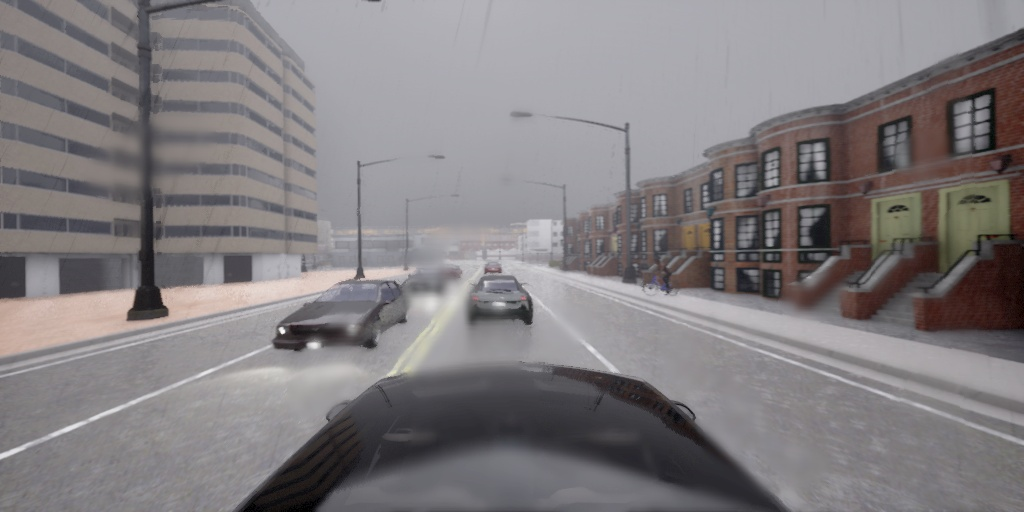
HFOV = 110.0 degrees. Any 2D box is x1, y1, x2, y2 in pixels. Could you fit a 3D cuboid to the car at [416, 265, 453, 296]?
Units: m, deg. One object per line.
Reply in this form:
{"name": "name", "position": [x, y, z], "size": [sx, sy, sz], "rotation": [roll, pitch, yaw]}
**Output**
{"name": "car", "position": [-4.585, 1.381, 19.560], "size": [1.994, 1.385, 4.181], "rotation": [-1, 0, -3]}

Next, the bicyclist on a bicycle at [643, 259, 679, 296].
{"name": "bicyclist on a bicycle", "position": [6.588, 0.966, 15.858], "size": [1.656, 1.620, 0.582], "rotation": [0, 0, -3]}

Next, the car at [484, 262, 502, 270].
{"name": "car", "position": [-2.151, 1.352, 40.799], "size": [1.994, 1.385, 4.181], "rotation": [-1, 0, -4]}

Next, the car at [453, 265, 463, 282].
{"name": "car", "position": [-5.194, 1.428, 29.841], "size": [1.895, 1.301, 4.718], "rotation": [-1, 0, -3]}

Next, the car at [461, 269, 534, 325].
{"name": "car", "position": [-0.436, 1.322, 11.932], "size": [1.994, 1.385, 4.181], "rotation": [-1, 0, -3]}

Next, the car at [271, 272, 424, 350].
{"name": "car", "position": [-3.989, 1.354, 9.612], "size": [2.033, 1.411, 5.357], "rotation": [-1, 0, -3]}
